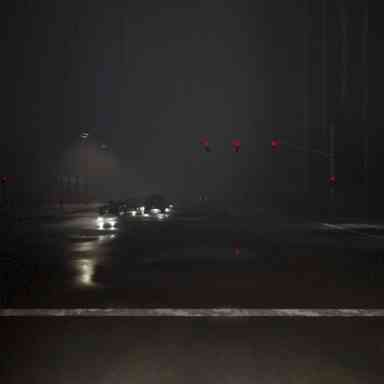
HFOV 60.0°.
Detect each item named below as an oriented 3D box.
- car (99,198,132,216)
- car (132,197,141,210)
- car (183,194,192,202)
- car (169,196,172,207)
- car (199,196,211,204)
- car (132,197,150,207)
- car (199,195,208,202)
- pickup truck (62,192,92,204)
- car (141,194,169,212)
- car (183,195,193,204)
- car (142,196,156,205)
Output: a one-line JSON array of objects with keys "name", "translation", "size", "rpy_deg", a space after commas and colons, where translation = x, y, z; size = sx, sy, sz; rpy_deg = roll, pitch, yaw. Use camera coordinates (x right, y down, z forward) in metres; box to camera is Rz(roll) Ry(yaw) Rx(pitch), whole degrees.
[{"name": "car", "translation": [-7.707, 1.491, 32.809], "size": [2.128, 1.511, 4.902], "rpy_deg": [0, 0, 2]}, {"name": "car", "translation": [-7.729, 1.478, 42.111], "size": [1.882, 1.535, 5.008], "rpy_deg": [0, 0, -1]}, {"name": "car", "translation": [-0.964, 1.355, 75.368], "size": [2.097, 1.767, 4.553], "rpy_deg": [0, 0, -1]}, {"name": "car", "translation": [-4.285, 1.601, 48.390], "size": [1.895, 1.301, 4.718], "rpy_deg": [0, 0, -1]}, {"name": "car", "translation": [2.742, 1.491, 64.740], "size": [2.128, 1.511, 4.902], "rpy_deg": [0, 0, -1]}, {"name": "car", "translation": [-7.820, 1.491, 51.659], "size": [2.128, 1.511, 4.902], "rpy_deg": [0, 0, -1]}, {"name": "car", "translation": [2.538, 1.524, 75.124], "size": [1.812, 1.442, 4.674], "rpy_deg": [0, 0, -1]}, {"name": "pickup truck", "translation": [-20.932, 1.059, 59.956], "size": [2.390, 2.098, 6.274], "rpy_deg": [0, 0, 30]}, {"name": "car", "translation": [-4.190, 1.221, 38.443], "size": [2.150, 2.045, 5.566], "rpy_deg": [0, 0, -1]}, {"name": "car", "translation": [-0.762, 1.601, 65.221], "size": [1.895, 1.301, 4.718], "rpy_deg": [0, 0, 0]}, {"name": "car", "translation": [-7.885, 1.477, 61.611], "size": [1.882, 1.535, 5.008], "rpy_deg": [0, 0, 0]}]
